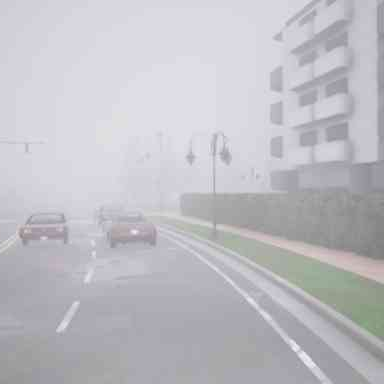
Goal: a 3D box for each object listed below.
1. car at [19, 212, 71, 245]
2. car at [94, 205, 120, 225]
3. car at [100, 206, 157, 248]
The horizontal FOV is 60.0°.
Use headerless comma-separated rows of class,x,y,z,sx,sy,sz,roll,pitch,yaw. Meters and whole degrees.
car,-6.744,1.601,15.710,1.895,1.301,4.718,0,0,-18
car,-5.899,1.573,23.832,1.895,1.301,4.718,0,0,-22
car,-2.879,1.541,14.975,1.994,1.385,4.181,0,0,-18
